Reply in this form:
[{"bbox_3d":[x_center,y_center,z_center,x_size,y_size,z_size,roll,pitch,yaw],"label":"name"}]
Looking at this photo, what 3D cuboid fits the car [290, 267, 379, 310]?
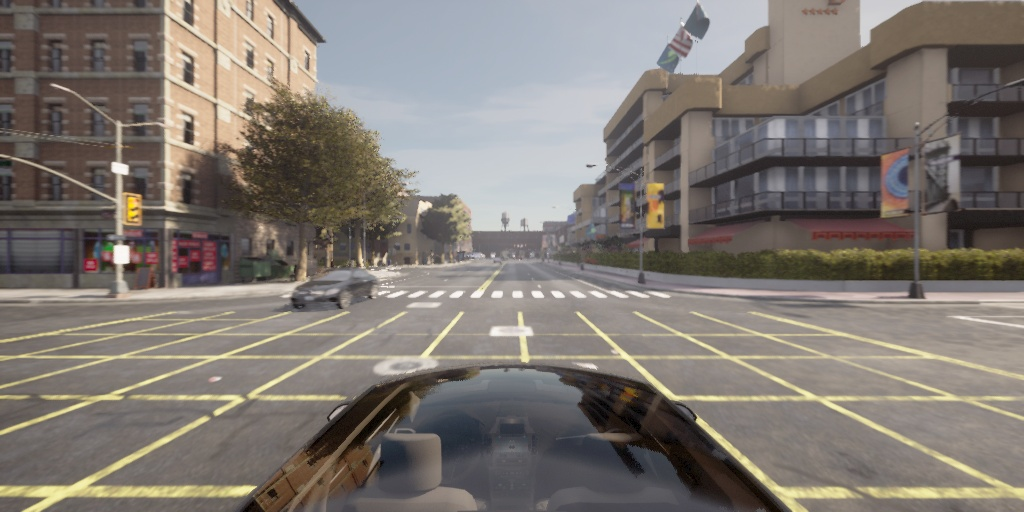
[{"bbox_3d":[-6.999,1.203,14.724,1.812,1.442,4.674,0,0,0],"label":"car"}]
